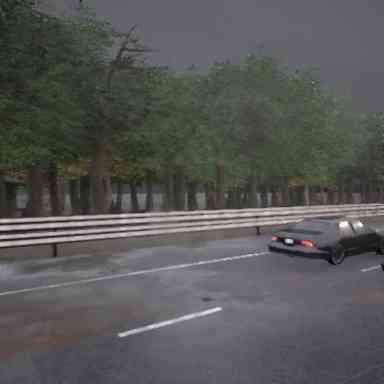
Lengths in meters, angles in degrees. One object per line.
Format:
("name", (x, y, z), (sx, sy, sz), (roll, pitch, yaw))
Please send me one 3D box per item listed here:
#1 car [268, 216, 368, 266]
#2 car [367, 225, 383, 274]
("car", (5.016, 1.550, 11.626), (5.357, 1.411, 2.033), (0, 0, -35))
("car", (7.078, 1.550, 8.798), (5.357, 1.411, 2.033), (0, 0, -35))
